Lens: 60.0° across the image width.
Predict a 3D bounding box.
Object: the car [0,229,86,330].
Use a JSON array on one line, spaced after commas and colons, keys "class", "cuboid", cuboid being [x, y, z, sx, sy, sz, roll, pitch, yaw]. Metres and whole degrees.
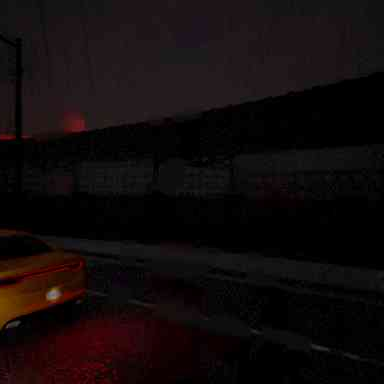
[{"class": "car", "cuboid": [-4.284, 1.472, 6.513, 5.008, 1.535, 1.882, 0, 0, 32]}]
